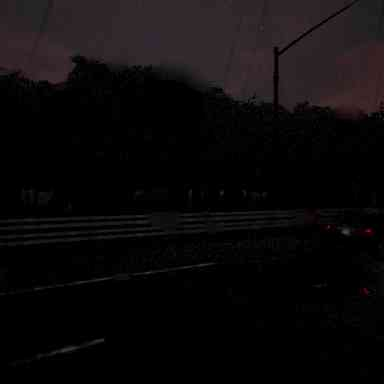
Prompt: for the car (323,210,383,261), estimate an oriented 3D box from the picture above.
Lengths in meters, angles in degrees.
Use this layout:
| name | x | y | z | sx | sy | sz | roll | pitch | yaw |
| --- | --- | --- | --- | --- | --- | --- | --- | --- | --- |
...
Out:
| name | x | y | z | sx | sy | sz | roll | pitch | yaw |
| --- | --- | --- | --- | --- | --- | --- | --- | --- | --- |
| car | 7.296 | 1.487 | 13.104 | 4.553 | 1.767 | 2.097 | 1 | 0 | -33 |
